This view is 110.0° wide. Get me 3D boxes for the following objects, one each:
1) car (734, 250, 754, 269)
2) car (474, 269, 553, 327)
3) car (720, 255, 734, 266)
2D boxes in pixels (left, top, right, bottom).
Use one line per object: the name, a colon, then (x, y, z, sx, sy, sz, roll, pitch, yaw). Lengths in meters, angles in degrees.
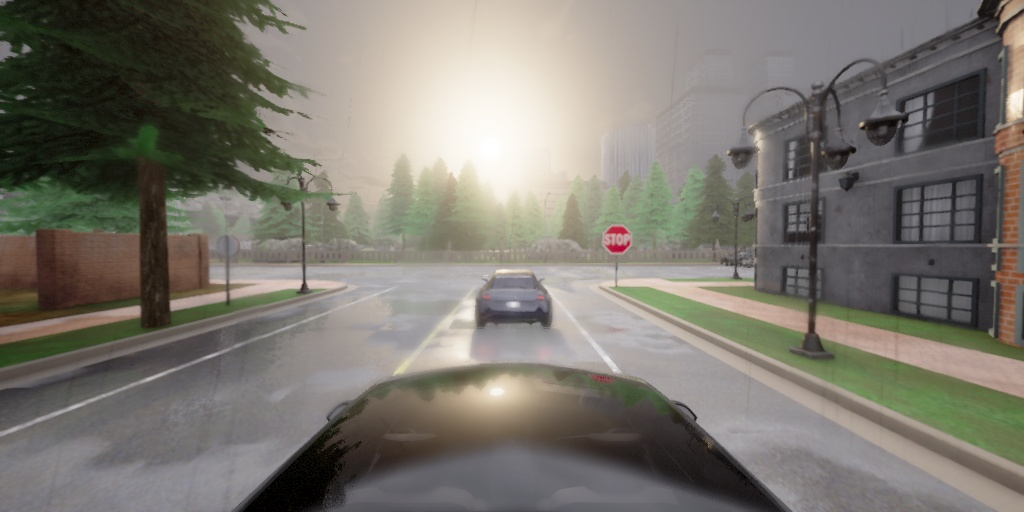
car: (23.012, 0.420, 31.774, 4.902, 1.511, 2.128, 0, 2, -2)
car: (0.045, 1.065, 10.407, 1.994, 1.385, 4.181, 0, 1, 0)
car: (23.100, 0.181, 35.274, 4.553, 1.767, 2.097, 0, 2, -2)
